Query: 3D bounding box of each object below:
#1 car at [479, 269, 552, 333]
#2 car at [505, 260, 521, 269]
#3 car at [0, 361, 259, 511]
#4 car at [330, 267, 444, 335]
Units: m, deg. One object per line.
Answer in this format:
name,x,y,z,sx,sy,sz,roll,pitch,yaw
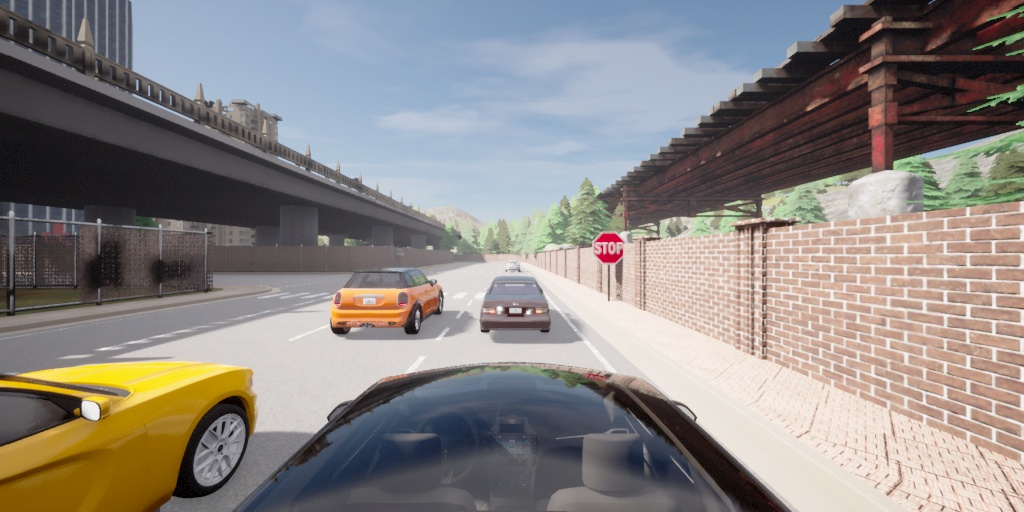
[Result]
car,0.081,1.297,10.732,2.033,1.411,5.357,0,0,0
car,0.099,1.275,45.490,1.812,1.442,4.674,0,0,-1
car,-3.399,1.228,1.454,1.882,1.535,5.008,0,0,0
car,-3.421,1.102,10.711,2.097,1.767,4.553,0,0,0
